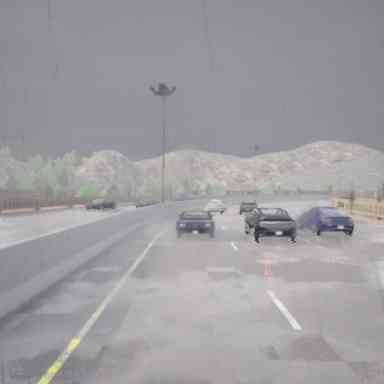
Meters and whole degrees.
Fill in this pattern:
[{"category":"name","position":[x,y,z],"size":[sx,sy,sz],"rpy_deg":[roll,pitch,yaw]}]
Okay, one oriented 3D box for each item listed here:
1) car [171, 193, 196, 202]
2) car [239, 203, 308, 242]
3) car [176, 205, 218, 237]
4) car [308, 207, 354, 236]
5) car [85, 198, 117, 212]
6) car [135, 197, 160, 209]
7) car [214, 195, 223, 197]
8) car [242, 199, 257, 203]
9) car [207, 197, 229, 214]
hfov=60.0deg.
[{"category":"car","position":[-1.189,1.226,48.022],"size":[2.150,2.045,5.566],"rpy_deg":[0,0,20]},{"category":"car","position":[3.700,1.492,16.270],"size":[2.128,1.511,4.902],"rpy_deg":[0,0,2]},{"category":"car","position":[0.249,1.602,17.910],"size":[1.895,1.301,4.718],"rpy_deg":[0,0,2]},{"category":"car","position":[7.280,1.527,18.360],"size":[1.812,1.442,4.674],"rpy_deg":[0,0,2]},{"category":"car","position":[-10.861,1.479,39.980],"size":[1.882,1.535,5.008],"rpy_deg":[0,0,14]},{"category":"car","position":[-5.942,1.507,44.714],"size":[1.837,1.490,4.892],"rpy_deg":[0,0,18]},{"category":"car","position":[6.015,1.450,77.022],"size":[1.895,1.301,4.718],"rpy_deg":[0,0,34]},{"category":"car","position":[5.945,1.493,34.252],"size":[2.128,1.511,4.902],"rpy_deg":[0,0,13]},{"category":"car","position":[2.636,1.527,35.527],"size":[1.812,1.442,4.674],"rpy_deg":[0,0,13]}]
